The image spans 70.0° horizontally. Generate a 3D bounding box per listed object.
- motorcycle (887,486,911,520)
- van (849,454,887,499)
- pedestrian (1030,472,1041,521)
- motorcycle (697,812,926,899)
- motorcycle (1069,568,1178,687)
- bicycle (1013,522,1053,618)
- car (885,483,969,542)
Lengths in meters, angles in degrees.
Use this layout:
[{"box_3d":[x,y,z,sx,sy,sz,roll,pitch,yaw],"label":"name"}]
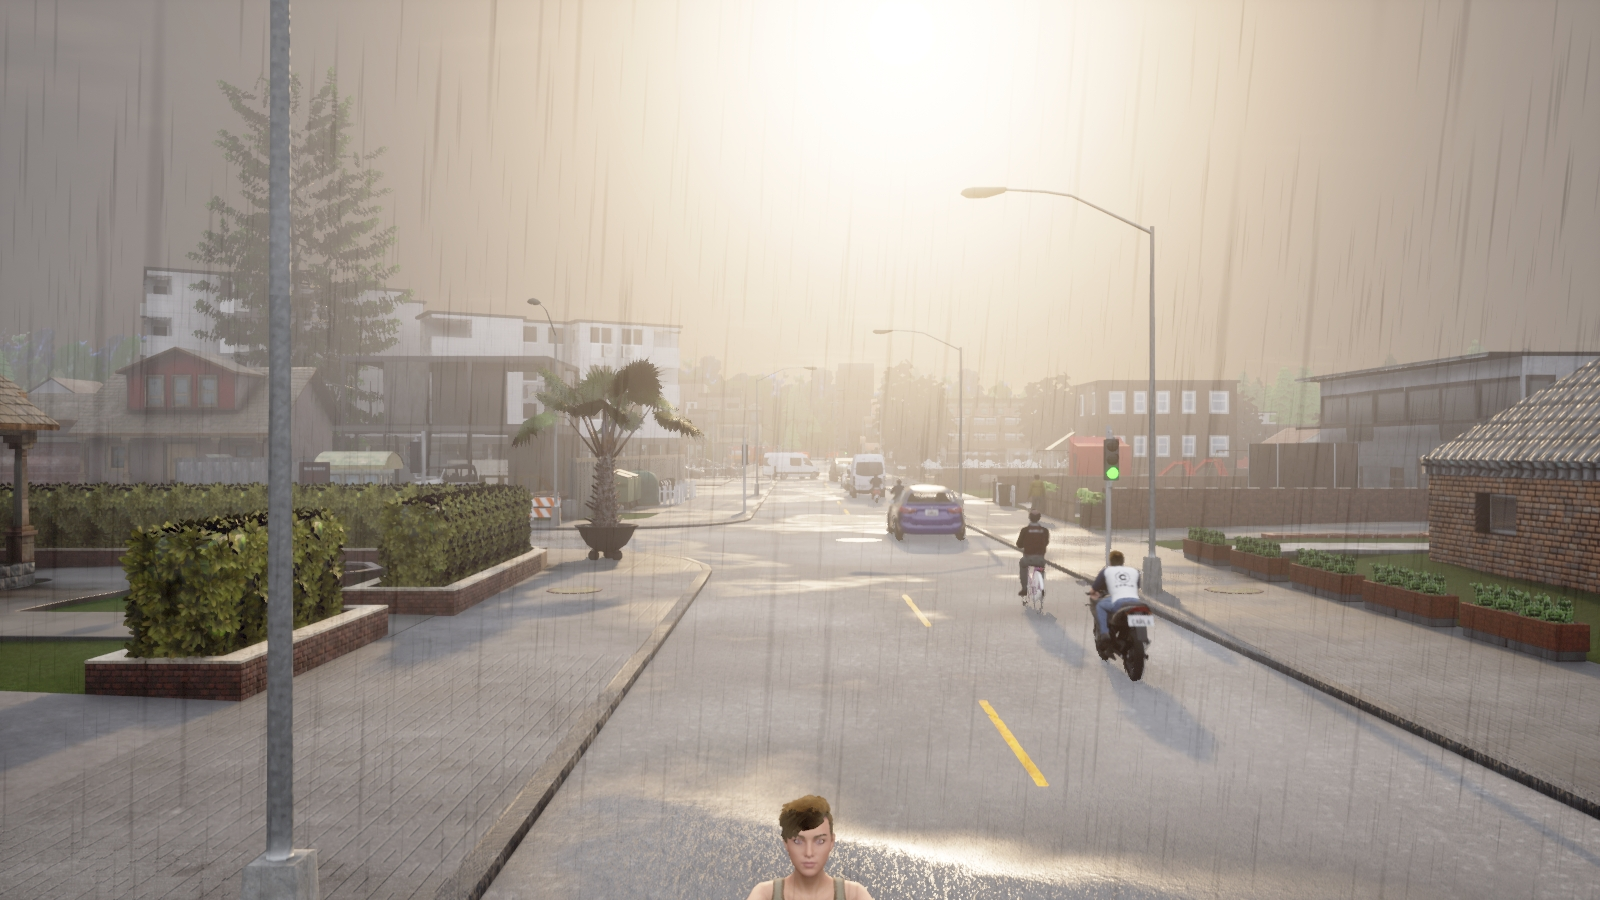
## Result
[{"box_3d":[4.032,2.142,46.648,0.856,1.316,1.805,0,0,0],"label":"motorcycle"},{"box_3d":[4.032,1.534,68.676,1.988,2.561,5.915,0,0,0],"label":"van"},{"box_3d":[8.849,1.744,42.967,0.375,1.860,0.375,0,0,7],"label":"pedestrian"},{"box_3d":[0.039,2.155,3.558,0.764,1.307,2.356,0,0,0],"label":"motorcycle"},{"box_3d":[4.036,2.186,14.416,0.803,1.199,2.033,0,0,0],"label":"motorcycle"},{"box_3d":[4.043,2.060,19.911,0.329,1.471,1.835,0,0,0],"label":"bicycle"},{"box_3d":[4.035,1.968,37.059,2.242,1.667,4.611,0,0,0],"label":"car"}]
